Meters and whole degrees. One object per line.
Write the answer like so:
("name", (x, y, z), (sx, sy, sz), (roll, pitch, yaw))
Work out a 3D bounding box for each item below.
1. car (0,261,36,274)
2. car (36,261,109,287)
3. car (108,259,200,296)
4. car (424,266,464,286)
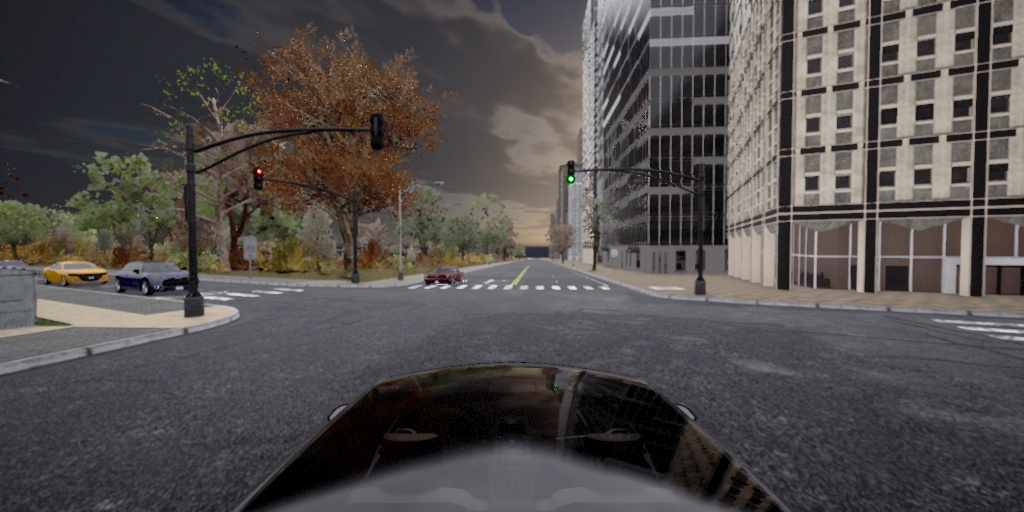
("car", (-40.836, 1.084, 29.194), (5.357, 1.411, 2.033), (0, 2, 25))
("car", (-28.894, 1.097, 23.733), (5.008, 1.535, 1.882), (0, 2, 25))
("car", (-18.970, 1.040, 19.203), (4.553, 1.767, 2.097), (0, 2, 25))
("car", (-4.781, 1.407, 25.641), (1.895, 1.301, 4.718), (0, 0, 4))
